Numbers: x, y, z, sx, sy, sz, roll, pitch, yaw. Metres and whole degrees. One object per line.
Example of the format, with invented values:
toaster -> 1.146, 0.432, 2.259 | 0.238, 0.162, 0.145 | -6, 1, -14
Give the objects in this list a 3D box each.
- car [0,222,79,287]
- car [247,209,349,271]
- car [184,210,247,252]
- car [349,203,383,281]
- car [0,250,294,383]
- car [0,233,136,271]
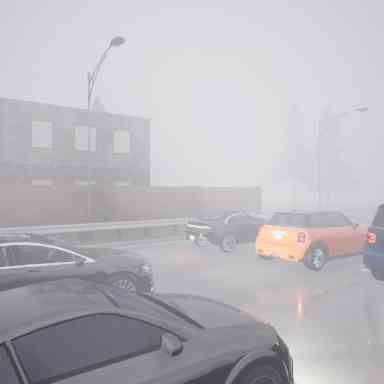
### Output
car -> -5.522, 1.601, 8.405 | 4.718, 1.301, 1.895 | 0, 0, -36
car -> 4.311, 1.352, 11.184 | 4.553, 1.767, 2.097 | 0, 0, -35
car -> 1.989, 1.491, 13.829 | 4.902, 1.511, 2.128 | 0, 0, -35
car -> 6.642, 1.221, 8.545 | 5.566, 2.045, 2.150 | 0, 0, -35
car -> -0.987, 1.564, 3.044 | 4.181, 1.385, 1.994 | 0, 0, -35
car -> -3.008, 1.491, 5.901 | 4.902, 1.511, 2.128 | 0, 0, -36
